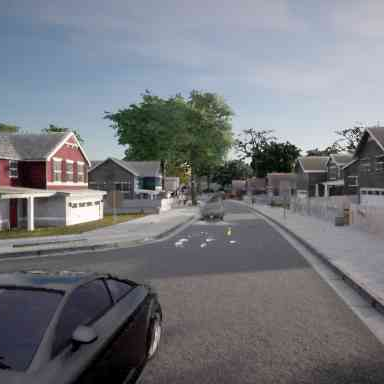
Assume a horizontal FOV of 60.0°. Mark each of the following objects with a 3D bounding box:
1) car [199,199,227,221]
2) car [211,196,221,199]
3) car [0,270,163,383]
[{"bbox_3d":[1.746,1.578,27.396,1.837,1.490,4.892,0,0,6],"label":"car"},{"bbox_3d":[3.811,1.426,52.292,2.097,1.767,4.553,0,0,3],"label":"car"},{"bbox_3d":[-1.666,1.565,3.266,1.994,1.385,4.181,0,0,10],"label":"car"}]
